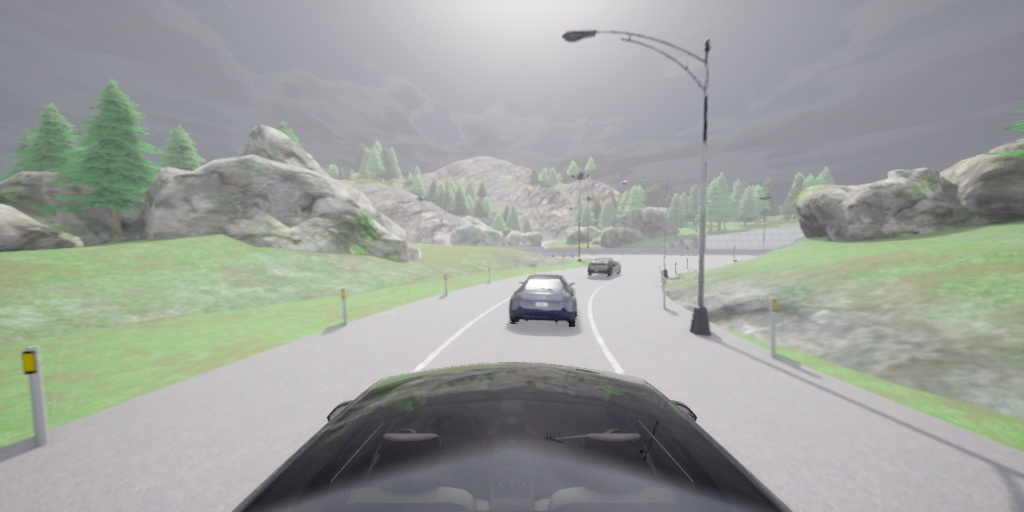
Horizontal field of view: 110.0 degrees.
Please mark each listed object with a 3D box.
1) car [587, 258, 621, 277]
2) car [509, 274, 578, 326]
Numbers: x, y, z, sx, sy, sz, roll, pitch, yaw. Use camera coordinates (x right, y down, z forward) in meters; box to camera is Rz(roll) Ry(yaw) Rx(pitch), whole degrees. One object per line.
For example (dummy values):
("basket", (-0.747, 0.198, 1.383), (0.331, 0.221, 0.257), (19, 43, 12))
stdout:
("car", (7.651, 0.870, 29.516), (2.128, 1.511, 4.902), (1, 2, 29))
("car", (1.124, 1.283, 11.793), (1.994, 1.385, 4.181), (1, 1, 9))
